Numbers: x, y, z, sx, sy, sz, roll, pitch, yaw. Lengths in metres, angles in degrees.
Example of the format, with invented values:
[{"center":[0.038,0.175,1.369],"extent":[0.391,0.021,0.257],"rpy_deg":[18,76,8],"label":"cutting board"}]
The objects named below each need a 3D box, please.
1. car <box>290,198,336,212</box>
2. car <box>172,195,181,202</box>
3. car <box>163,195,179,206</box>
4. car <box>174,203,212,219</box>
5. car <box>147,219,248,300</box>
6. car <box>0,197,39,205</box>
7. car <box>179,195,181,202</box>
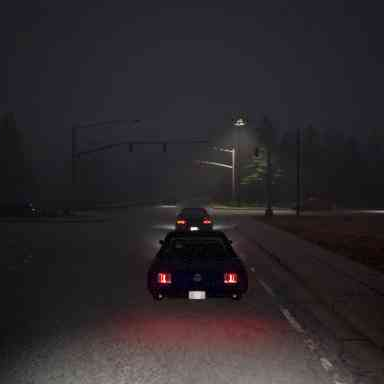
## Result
[{"center":[13.786,1.473,38.108],"extent":[5.008,1.535,1.882],"rpy_deg":[0,0,1],"label":"car"},{"center":[-3.418,1.428,74.114],"extent":[1.882,1.535,5.008],"rpy_deg":[0,0,1],"label":"car"},{"center":[-3.591,1.528,54.541],"extent":[1.994,1.385,4.181],"rpy_deg":[0,0,0],"label":"car"},{"center":[0.100,1.511,17.354],"extent":[1.812,1.442,4.674],"rpy_deg":[0,0,0],"label":"car"},{"center":[0.099,1.596,8.299],"extent":[1.895,1.301,4.718],"rpy_deg":[0,0,0],"label":"car"},{"center":[-18.340,1.363,34.987],"extent":[4.553,1.767,2.097],"rpy_deg":[0,0,1],"label":"car"},{"center":[-3.548,1.522,63.809],"extent":[1.994,1.385,4.181],"rpy_deg":[0,0,1],"label":"car"}]
